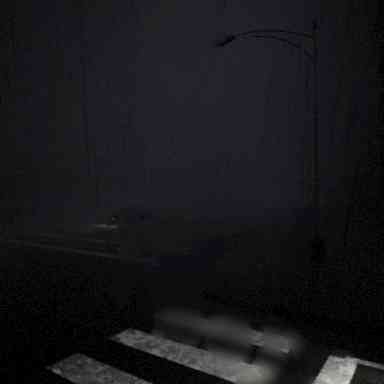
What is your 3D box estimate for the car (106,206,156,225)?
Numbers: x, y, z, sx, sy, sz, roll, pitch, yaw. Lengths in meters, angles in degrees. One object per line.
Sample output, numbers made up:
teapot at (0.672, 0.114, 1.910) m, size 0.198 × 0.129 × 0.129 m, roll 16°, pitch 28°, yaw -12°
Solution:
car at (-4.899, 1.875, 27.144) m, size 1.994 × 1.385 × 4.181 m, roll -1°, pitch -1°, yaw 36°
